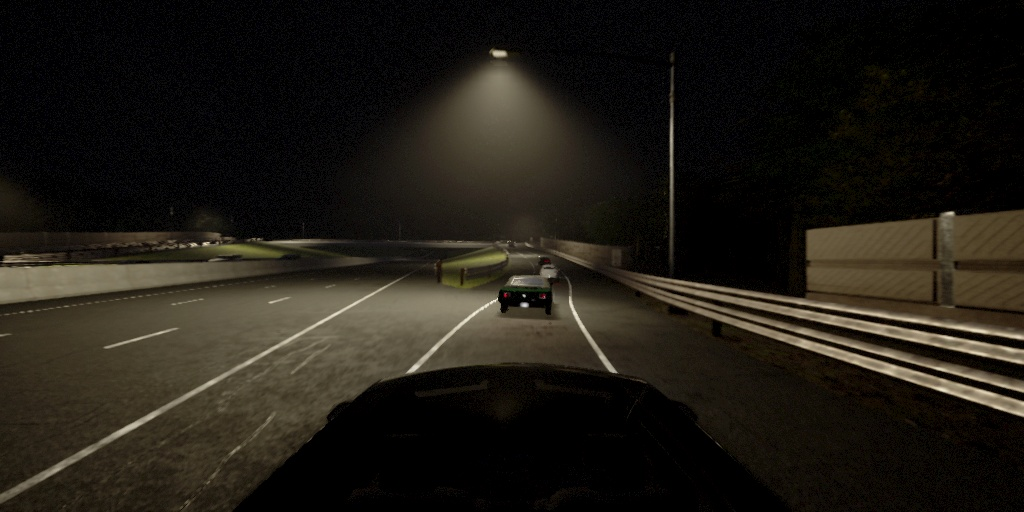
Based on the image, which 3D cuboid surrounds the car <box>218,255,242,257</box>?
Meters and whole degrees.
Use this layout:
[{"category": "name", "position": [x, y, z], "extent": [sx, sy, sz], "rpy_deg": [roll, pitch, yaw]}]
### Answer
[{"category": "car", "position": [-40.048, 0.813, 50.448], "extent": [2.150, 2.045, 5.566], "rpy_deg": [0, 0, -10]}]

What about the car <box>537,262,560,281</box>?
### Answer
[{"category": "car", "position": [3.551, 1.578, 34.470], "extent": [1.812, 1.442, 4.674], "rpy_deg": [1, 1, 7]}]

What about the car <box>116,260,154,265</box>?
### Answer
[{"category": "car", "position": [-37.156, 1.118, 35.175], "extent": [1.812, 1.442, 4.674], "rpy_deg": [0, 0, -10]}]

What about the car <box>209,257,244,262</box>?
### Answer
[{"category": "car", "position": [-30.645, 1.107, 38.427], "extent": [2.128, 1.511, 4.902], "rpy_deg": [0, 0, -11]}]

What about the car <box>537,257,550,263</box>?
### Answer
[{"category": "car", "position": [5.085, 0.867, 57.614], "extent": [1.837, 1.490, 4.892], "rpy_deg": [1, 3, 1]}]

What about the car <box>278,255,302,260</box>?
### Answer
[{"category": "car", "position": [-33.632, 0.826, 54.206], "extent": [2.150, 2.045, 5.566], "rpy_deg": [0, 1, -11]}]

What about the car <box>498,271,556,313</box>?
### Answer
[{"category": "car", "position": [0.694, 1.429, 14.417], "extent": [1.895, 1.301, 4.718], "rpy_deg": [1, -1, 7]}]
